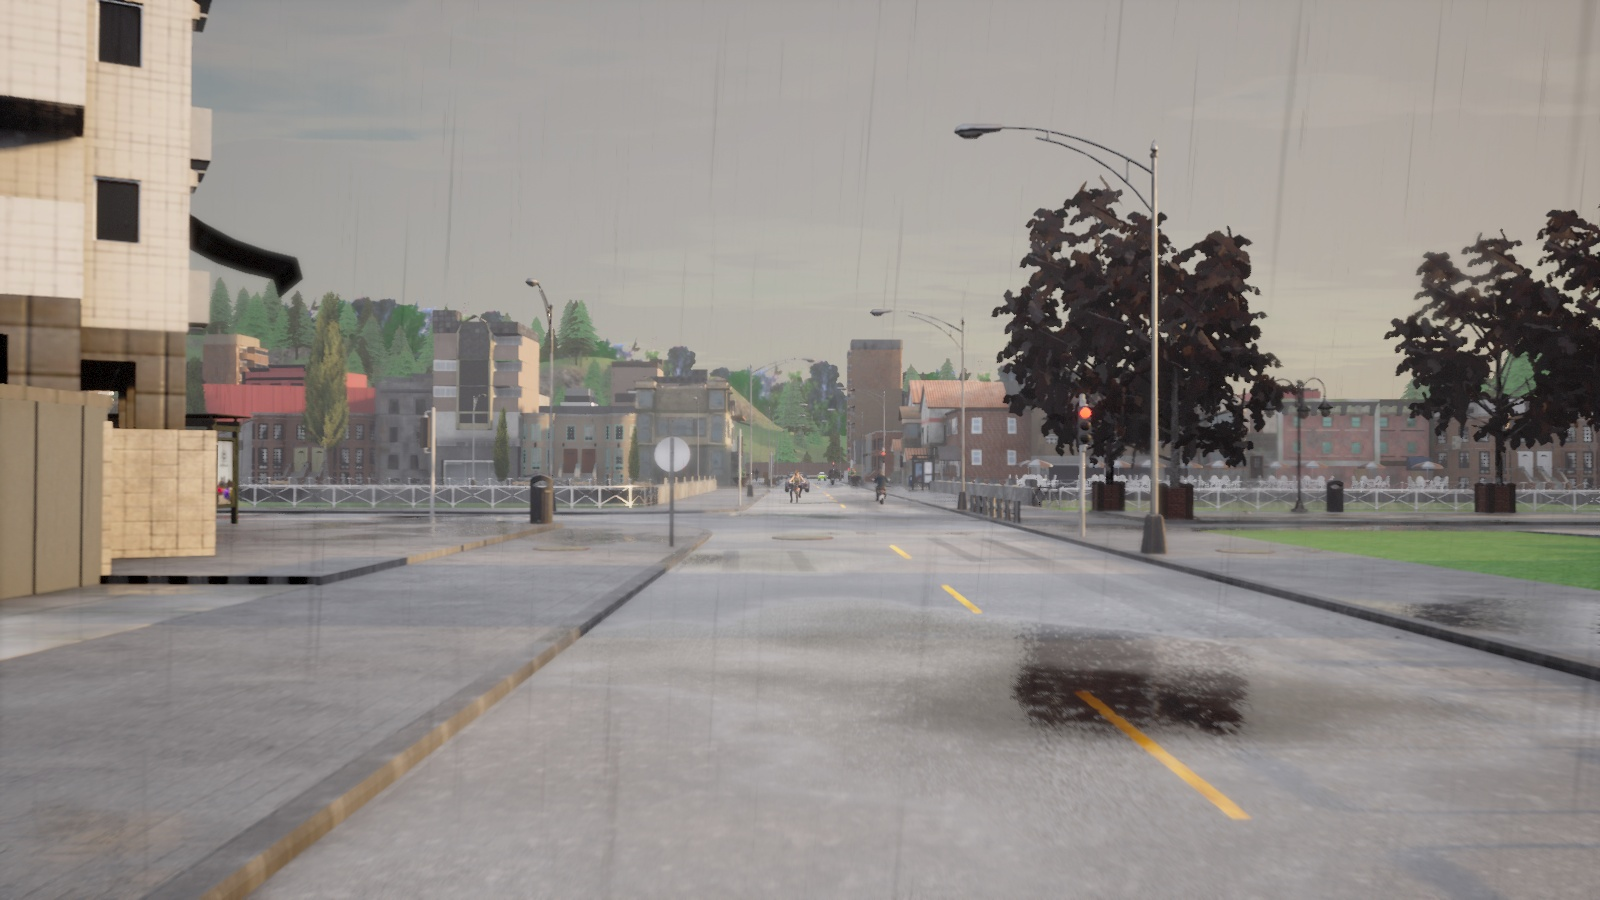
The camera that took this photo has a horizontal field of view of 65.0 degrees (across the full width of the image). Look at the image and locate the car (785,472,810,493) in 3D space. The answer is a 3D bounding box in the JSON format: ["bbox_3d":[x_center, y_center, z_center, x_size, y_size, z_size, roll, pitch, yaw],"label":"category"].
[{"bbox_3d":[-0.206,2.376,92.415,1.816,1.474,4.193,0,-1,-1],"label":"car"}]
